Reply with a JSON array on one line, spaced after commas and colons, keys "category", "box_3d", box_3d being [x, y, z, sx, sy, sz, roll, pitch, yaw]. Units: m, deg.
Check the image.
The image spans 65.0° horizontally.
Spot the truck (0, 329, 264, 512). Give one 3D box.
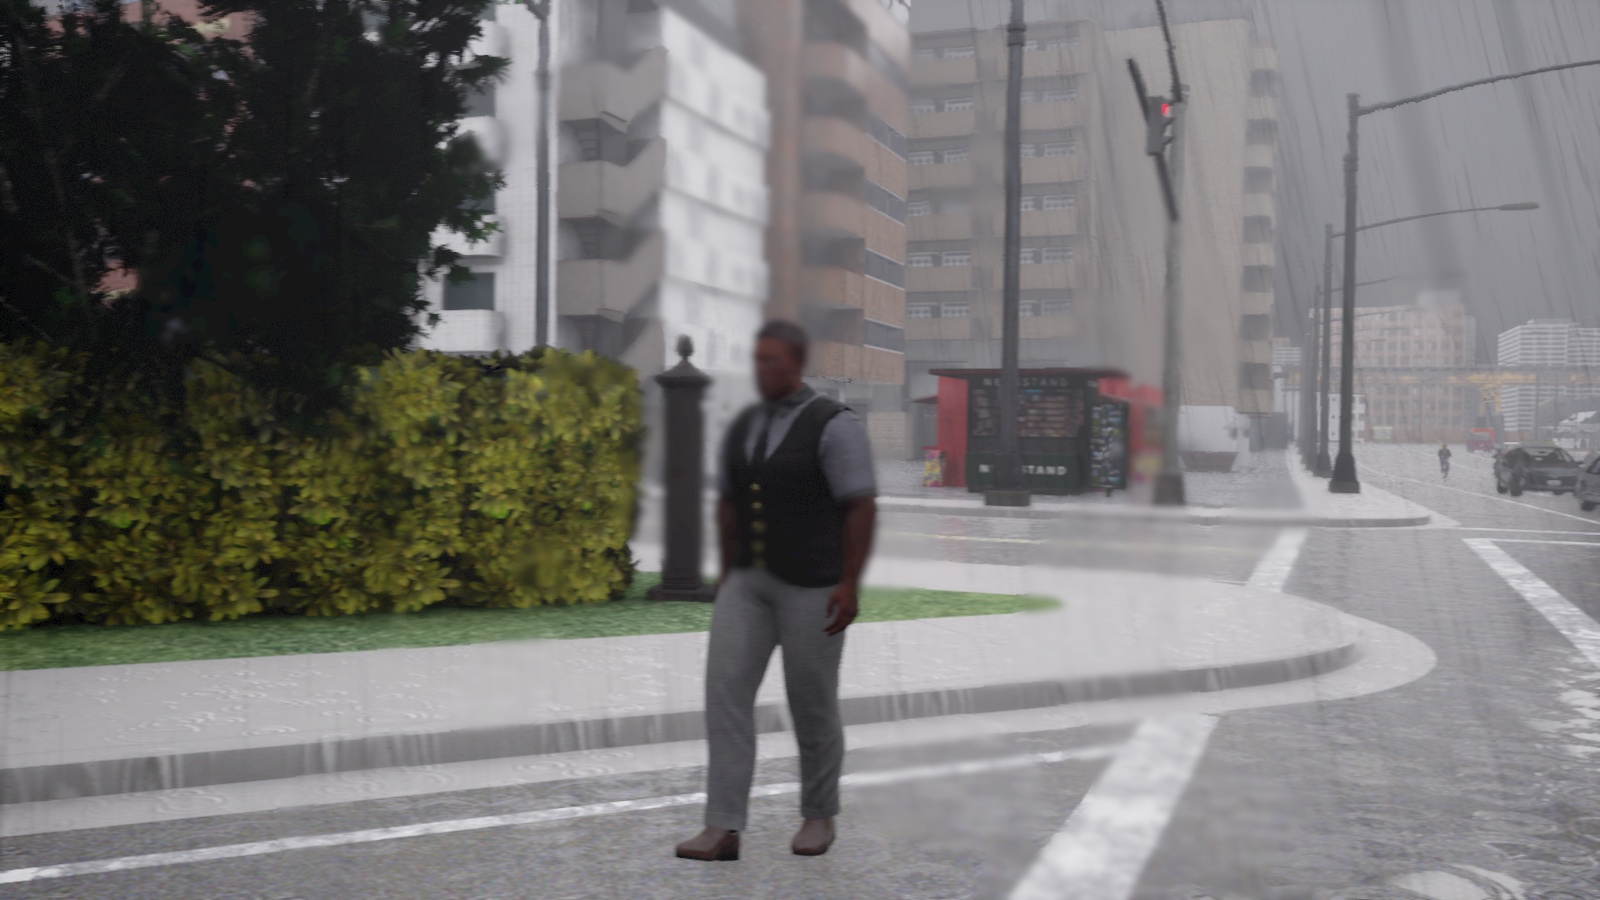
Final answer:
[{"category": "truck", "box_3d": [-15.544, -0.584, 26.560, 7.936, 3.462, 2.891, 0, 1, 22]}]

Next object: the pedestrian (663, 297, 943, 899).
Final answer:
[{"category": "pedestrian", "box_3d": [0.033, 0.473, 4.297, 0.563, 1.883, 0.849, 0, 1, 35]}]

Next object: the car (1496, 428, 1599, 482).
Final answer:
[{"category": "car", "box_3d": [22.661, 0.126, 38.209, 2.007, 1.525, 4.514, 0, 0, 21]}]

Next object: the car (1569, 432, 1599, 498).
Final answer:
[{"category": "car", "box_3d": [18.461, 0.320, 27.312, 2.033, 1.411, 5.357, 0, 1, 21]}]
